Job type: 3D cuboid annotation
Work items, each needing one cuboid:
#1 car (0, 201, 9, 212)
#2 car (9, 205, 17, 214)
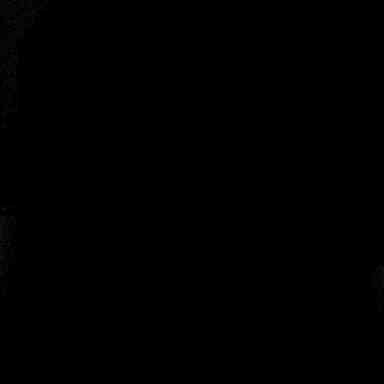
[{"bbox_3d":[-19.368,1.181,29.152,2.192,1.841,5.009,0,-1,36],"label":"car"},{"bbox_3d":[-16.225,1.525,33.541,1.802,1.307,4.206,0,-1,36],"label":"car"}]
